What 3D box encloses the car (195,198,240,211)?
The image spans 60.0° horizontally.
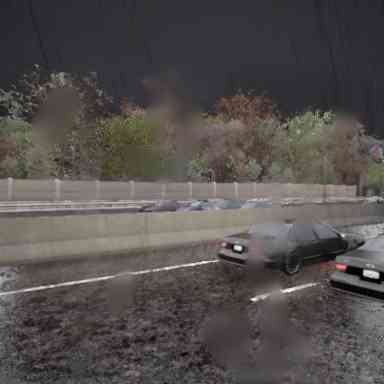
[{"bbox_3d":[2.899,1.360,27.556,4.553,1.767,2.097,0,0,-35],"label":"car"}]

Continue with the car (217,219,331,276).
[{"bbox_3d":[3.281,1.550,10.389,5.357,1.411,2.033,0,0,-35],"label":"car"}]

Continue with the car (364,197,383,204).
[{"bbox_3d":[30.771,1.573,55.946,4.674,1.442,1.812,0,0,-35],"label":"car"}]

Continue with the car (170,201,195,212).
[{"bbox_3d":[0.731,1.534,30.310,4.674,1.442,1.812,0,0,-35],"label":"car"}]

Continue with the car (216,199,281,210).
[{"bbox_3d":[4.481,1.485,24.388,5.008,1.535,1.882,0,0,-35],"label":"car"}]

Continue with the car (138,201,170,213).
[{"bbox_3d":[-2.476,1.555,32.324,5.357,1.411,2.033,0,0,-36],"label":"car"}]

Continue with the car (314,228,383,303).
[{"bbox_3d":[5.318,1.550,7.542,5.357,1.411,2.033,0,0,-36],"label":"car"}]
